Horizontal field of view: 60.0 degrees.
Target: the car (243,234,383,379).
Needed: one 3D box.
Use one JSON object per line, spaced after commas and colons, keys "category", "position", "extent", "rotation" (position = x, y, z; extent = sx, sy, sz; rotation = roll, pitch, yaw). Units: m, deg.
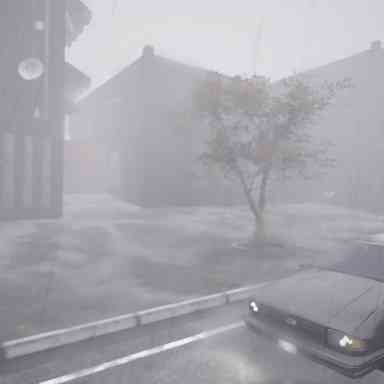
{"category": "car", "position": [3.376, 1.500, 5.761], "extent": [5.357, 1.411, 2.033], "rotation": [-2, 1, -35]}
